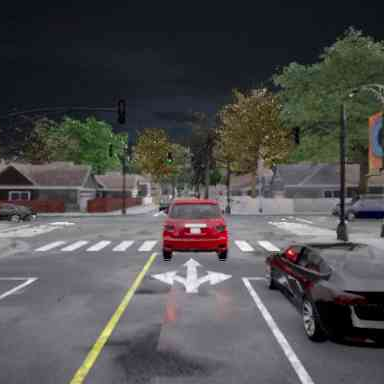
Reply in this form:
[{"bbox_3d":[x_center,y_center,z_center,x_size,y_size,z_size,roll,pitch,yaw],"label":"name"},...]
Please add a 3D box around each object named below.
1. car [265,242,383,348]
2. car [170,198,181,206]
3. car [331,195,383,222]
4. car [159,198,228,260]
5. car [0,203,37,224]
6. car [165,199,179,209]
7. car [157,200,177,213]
[{"bbox_3d":[2.637,1.589,6.333,1.947,1.339,4.313,0,0,0],"label":"car"},{"bbox_3d":[-3.071,1.794,61.811,1.812,1.442,4.674,0,0,0],"label":"car"},{"bbox_3d":[13.379,1.358,26.050,4.553,1.767,2.097,0,0,0],"label":"car"},{"bbox_3d":[0.098,1.268,12.707,2.150,2.045,5.566,0,0,0],"label":"car"},{"bbox_3d":[-14.755,1.679,26.067,4.892,1.490,1.837,0,-1,1],"label":"car"},{"bbox_3d":[-3.044,1.782,51.561,1.994,1.385,4.181,0,0,0],"label":"car"},{"bbox_3d":[-3.056,1.719,41.672,2.033,1.411,5.357,0,0,0],"label":"car"}]
